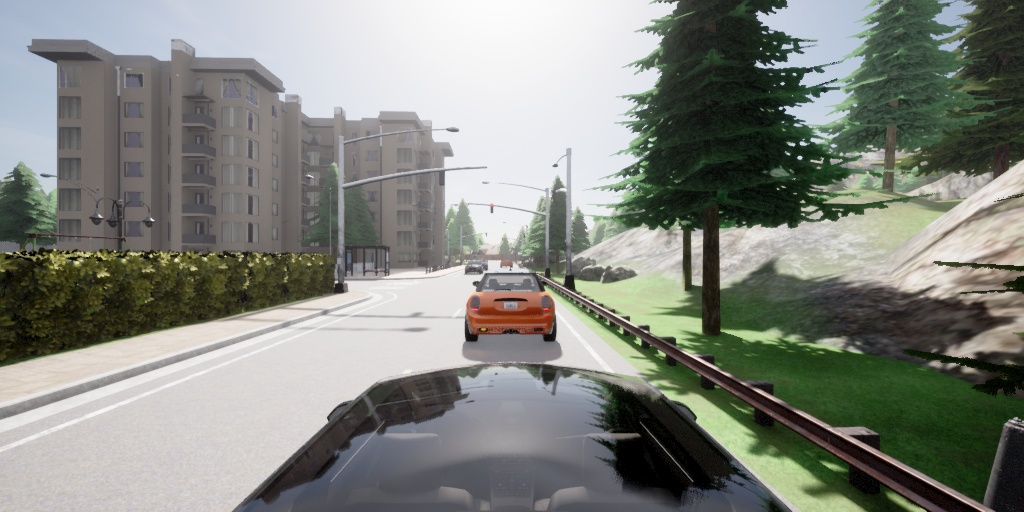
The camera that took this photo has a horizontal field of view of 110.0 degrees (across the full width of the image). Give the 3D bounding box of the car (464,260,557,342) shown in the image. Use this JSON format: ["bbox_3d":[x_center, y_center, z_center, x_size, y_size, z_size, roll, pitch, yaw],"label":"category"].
[{"bbox_3d":[-0.052,1.102,9.975,2.097,1.767,4.553,0,0,-1],"label":"car"}]

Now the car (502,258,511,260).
[{"bbox_3d":[-0.926,1.102,61.232,2.097,1.767,4.553,0,0,-1],"label":"car"}]

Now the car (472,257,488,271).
[{"bbox_3d":[-4.448,1.102,50.672,2.097,1.767,4.553,0,0,-2],"label":"car"}]

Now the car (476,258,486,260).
[{"bbox_3d":[-4.265,1.255,40.761,1.837,1.490,4.892,0,0,-1],"label":"car"}]
